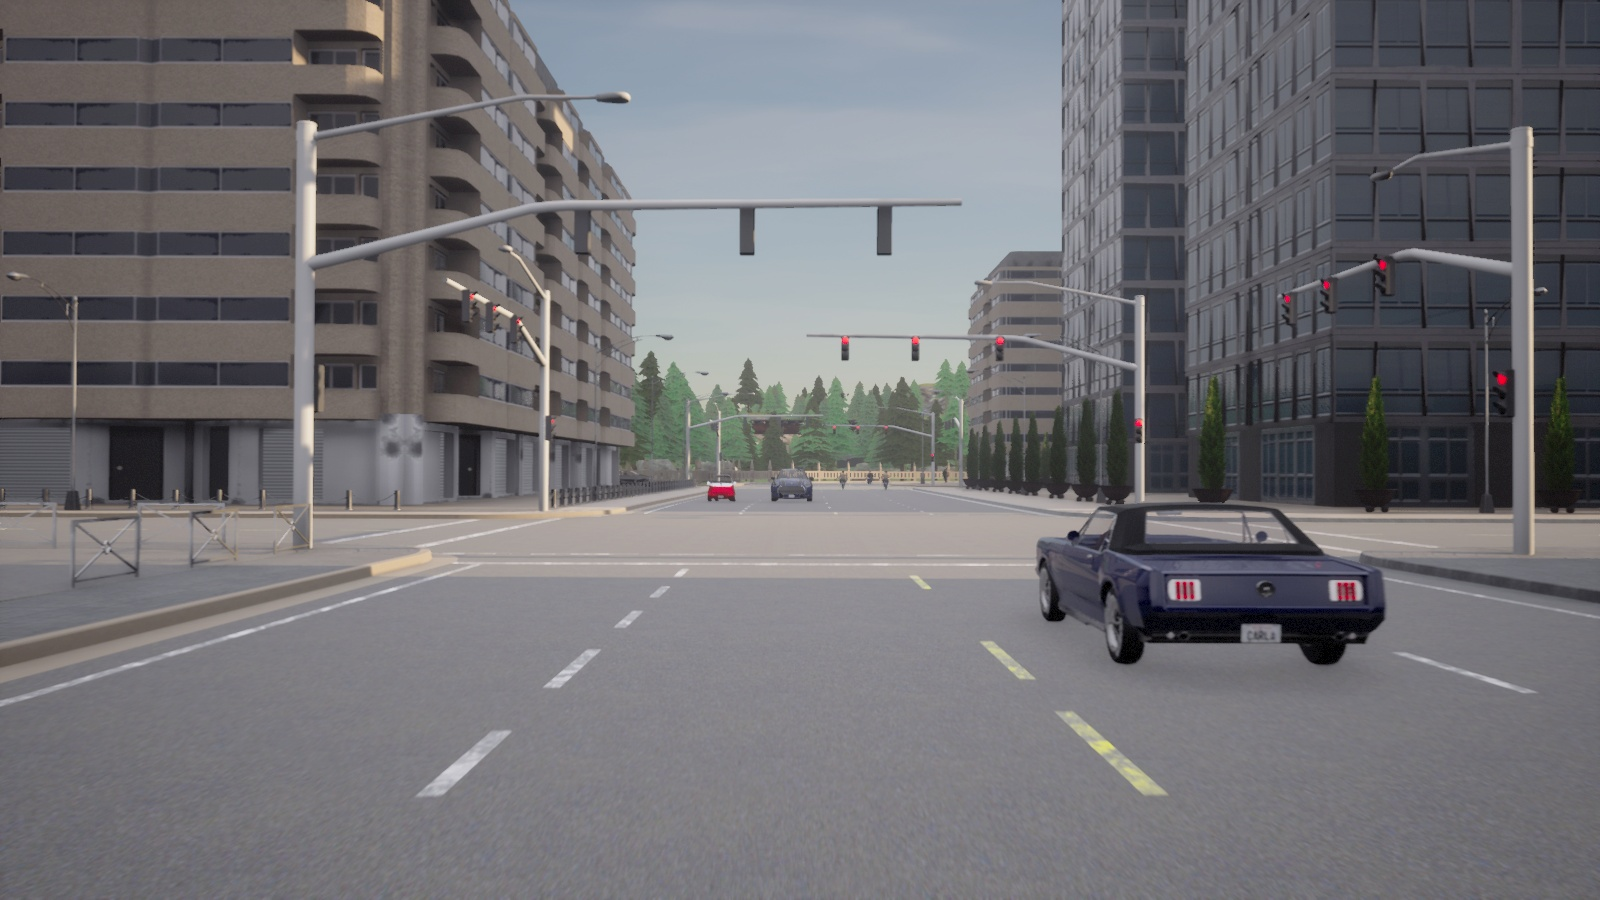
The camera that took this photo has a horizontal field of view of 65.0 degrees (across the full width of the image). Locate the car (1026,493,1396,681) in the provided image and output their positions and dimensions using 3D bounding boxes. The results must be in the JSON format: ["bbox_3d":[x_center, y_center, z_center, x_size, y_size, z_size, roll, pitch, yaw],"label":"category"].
[{"bbox_3d":[3.471,1.097,11.680,1.895,1.301,4.718,0,-1,0],"label":"car"}]

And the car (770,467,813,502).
[{"bbox_3d":[-0.392,1.757,64.675,2.097,1.767,4.553,0,-1,1],"label":"car"}]

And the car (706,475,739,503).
[{"bbox_3d":[-3.905,1.945,63.335,1.481,1.376,2.207,0,-1,1],"label":"car"}]
